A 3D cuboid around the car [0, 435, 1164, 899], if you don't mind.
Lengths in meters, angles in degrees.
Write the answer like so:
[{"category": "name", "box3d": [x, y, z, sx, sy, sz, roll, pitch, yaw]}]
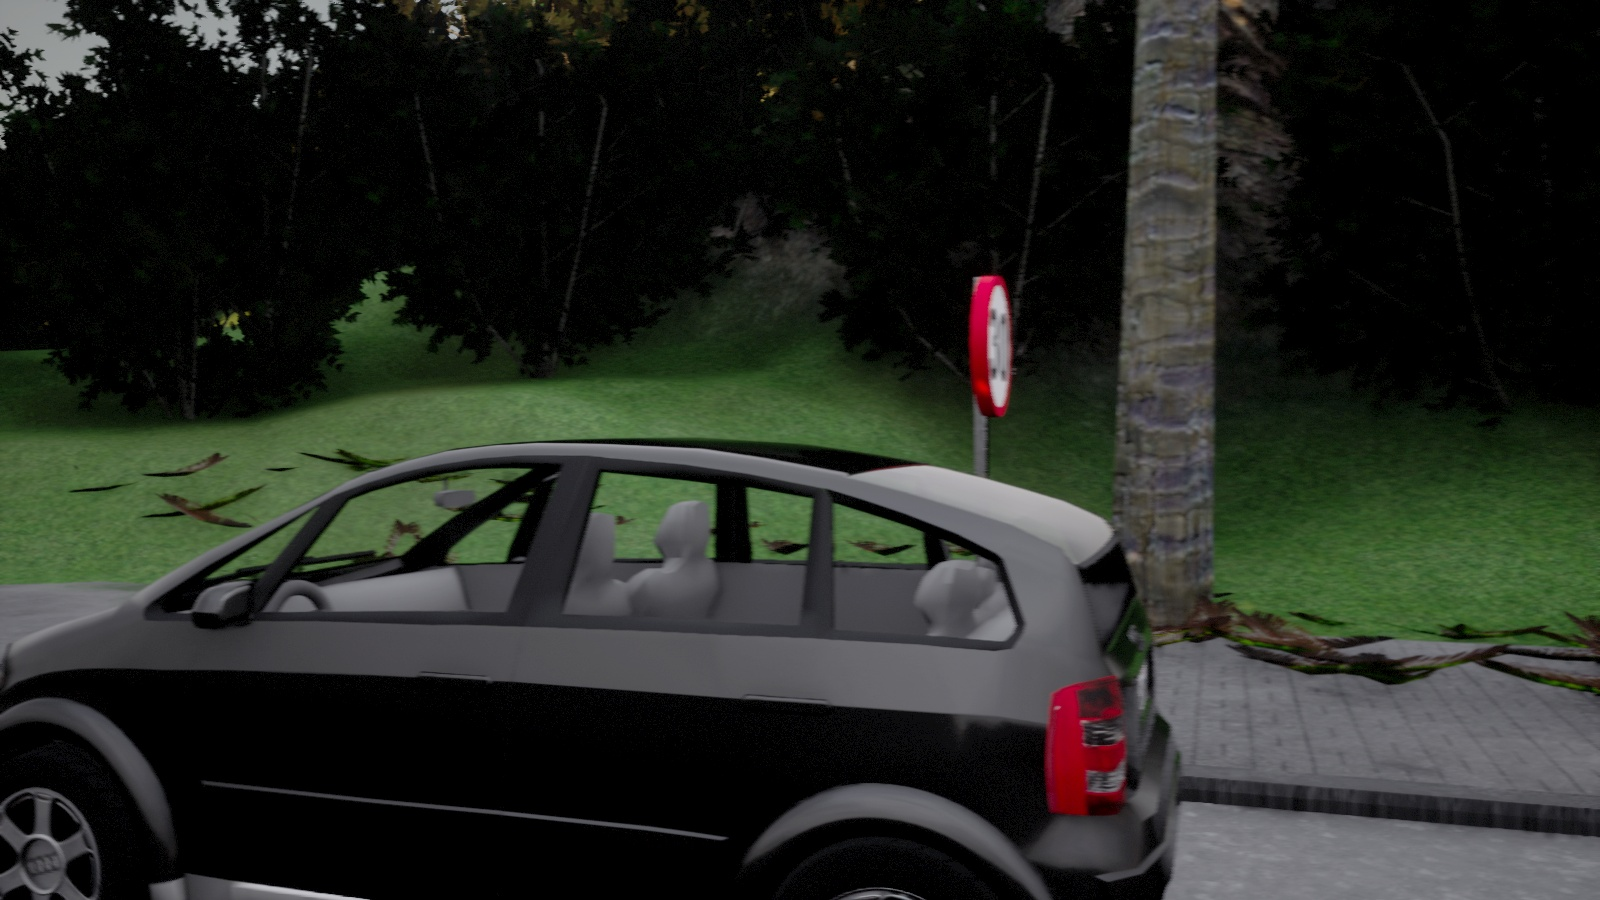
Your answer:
[{"category": "car", "box3d": [-0.817, 0.738, 3.993, 3.705, 1.549, 1.789, 1, 1, 19]}]
